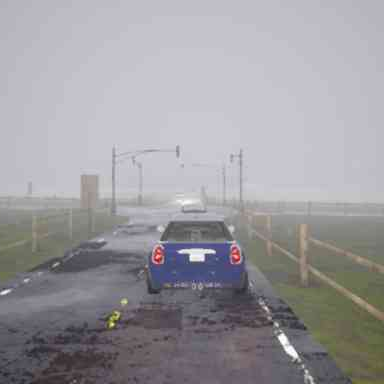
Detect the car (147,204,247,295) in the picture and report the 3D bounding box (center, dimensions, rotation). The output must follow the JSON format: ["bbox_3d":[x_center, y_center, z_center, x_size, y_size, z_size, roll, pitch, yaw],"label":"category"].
[{"bbox_3d":[0.104,1.314,8.774,2.097,1.767,4.553,0,0,0],"label":"car"}]

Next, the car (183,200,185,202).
[{"bbox_3d":[0.110,1.426,17.942,1.837,1.490,4.892,0,0,0],"label":"car"}]

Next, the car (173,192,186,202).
[{"bbox_3d":[-2.658,0.930,69.841,2.150,2.045,5.566,0,0,0],"label":"car"}]

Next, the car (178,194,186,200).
[{"bbox_3d":[-2.588,1.238,85.391,1.895,1.301,4.718,0,0,0],"label":"car"}]
